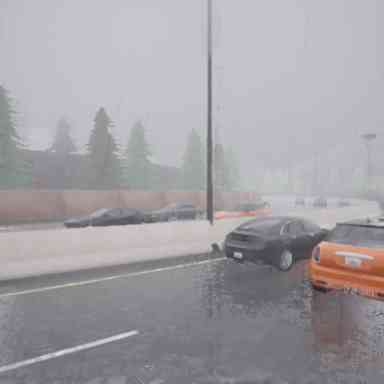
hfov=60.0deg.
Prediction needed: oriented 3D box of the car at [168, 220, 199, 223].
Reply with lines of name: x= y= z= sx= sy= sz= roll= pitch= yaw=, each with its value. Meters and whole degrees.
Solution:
car: x=-1.129 y=1.624 z=26.453 sx=1.837 sy=1.490 sz=4.892 roll=0 pitch=0 yaw=44

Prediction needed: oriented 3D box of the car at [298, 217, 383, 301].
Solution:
car: x=4.770 y=1.385 z=7.879 sx=4.553 sy=1.767 sz=2.097 roll=0 pitch=0 yaw=-40

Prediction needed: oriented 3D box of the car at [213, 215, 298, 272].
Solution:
car: x=3.150 y=1.553 z=11.051 sx=4.892 sy=1.490 sz=1.837 roll=0 pitch=0 yaw=-41

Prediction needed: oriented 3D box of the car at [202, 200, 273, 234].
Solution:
car: x=2.924 y=1.443 z=20.649 sx=2.097 sy=1.767 sz=4.553 roll=0 pitch=0 yaw=44

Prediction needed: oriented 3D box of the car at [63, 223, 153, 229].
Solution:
car: x=-4.531 y=1.564 z=18.510 sx=5.008 sy=1.535 sz=1.882 roll=0 pitch=0 yaw=-41
